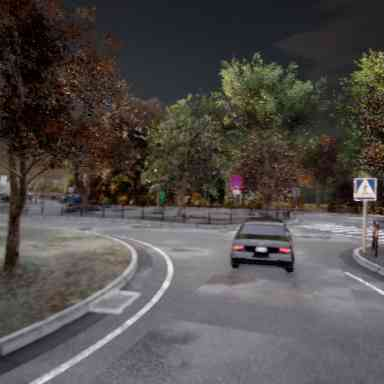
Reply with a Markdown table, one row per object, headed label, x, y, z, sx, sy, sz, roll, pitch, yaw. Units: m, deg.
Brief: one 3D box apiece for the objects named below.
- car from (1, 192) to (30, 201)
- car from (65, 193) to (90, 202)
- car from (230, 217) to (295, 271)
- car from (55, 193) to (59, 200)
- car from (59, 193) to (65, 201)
| label | x | y | z | sx | sy | sz | roll | pitch | yaw |
| --- | --- | --- | --- | --- | --- | --- | --- | --- | --- |
| car | -37.938 | 1.092 | 71.671 | 5.566 | 2.045 | 2.435 | 1 | -1 | -30 |
| car | -25.705 | 1.469 | 75.539 | 4.553 | 1.767 | 2.185 | 1 | 0 | -30 |
| car | 2.406 | 1.561 | 11.141 | 2.033 | 1.411 | 5.357 | 1 | 0 | 14 |
| car | -32.700 | 1.602 | 87.812 | 4.892 | 1.521 | 2.231 | 1 | -1 | -30 |
| car | -28.553 | 1.354 | 80.568 | 5.566 | 2.045 | 2.435 | 1 | -1 | -30 |
